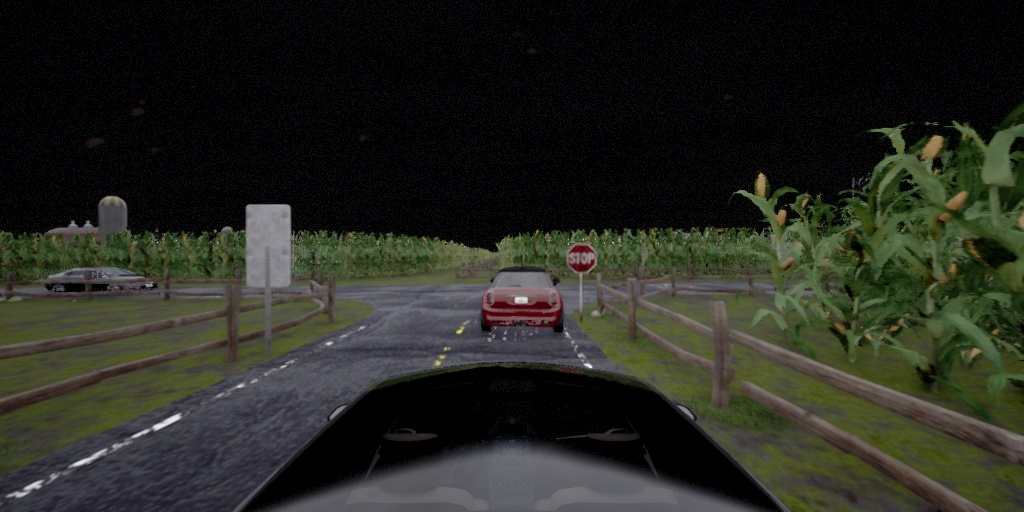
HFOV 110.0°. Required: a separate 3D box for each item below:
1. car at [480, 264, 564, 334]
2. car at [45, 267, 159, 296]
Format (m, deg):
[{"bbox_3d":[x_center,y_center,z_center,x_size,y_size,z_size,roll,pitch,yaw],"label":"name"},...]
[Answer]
[{"bbox_3d":[0.381,1.076,10.754,2.097,1.767,4.553,0,0,4],"label":"car"},{"bbox_3d":[-22.198,1.362,19.530,4.902,1.511,2.128,0,1,0],"label":"car"}]
